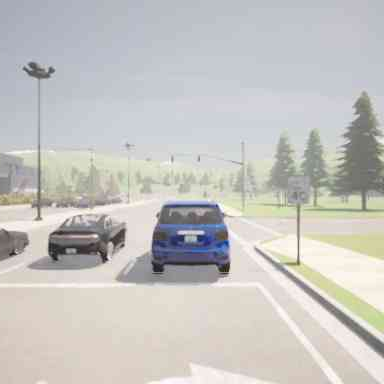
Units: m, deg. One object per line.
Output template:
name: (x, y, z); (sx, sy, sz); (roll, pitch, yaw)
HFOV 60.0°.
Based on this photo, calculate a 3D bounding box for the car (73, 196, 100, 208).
car: (-16.084, 1.717, 50.816); (1.812, 1.442, 4.674); (0, 0, 1)

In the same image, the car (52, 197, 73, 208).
car: (-19.565, 1.702, 52.017); (1.837, 1.490, 4.892); (0, 0, 1)

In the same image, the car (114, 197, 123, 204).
car: (-15.941, 1.812, 69.989); (1.994, 1.385, 4.181); (0, 0, 0)

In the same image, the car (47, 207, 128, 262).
car: (-3.599, 1.538, 12.250); (2.128, 1.511, 4.902); (0, 0, -1)

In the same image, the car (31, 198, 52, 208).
car: (-23.062, 1.702, 51.518); (1.837, 1.490, 4.892); (0, 0, 1)

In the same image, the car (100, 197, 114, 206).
car: (-15.988, 1.701, 59.900); (1.882, 1.535, 5.008); (0, 0, 0)

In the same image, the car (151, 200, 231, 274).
car: (-0.012, 1.261, 10.875); (2.150, 2.045, 5.566); (0, 0, 0)

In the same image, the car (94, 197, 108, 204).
car: (-19.436, 1.818, 71.258); (1.994, 1.385, 4.181); (0, 0, 0)

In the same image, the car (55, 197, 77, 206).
car: (-22.985, 1.721, 60.651); (2.128, 1.511, 4.902); (0, 0, 0)

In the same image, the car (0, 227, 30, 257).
car: (-7.069, 1.588, 10.259); (2.033, 1.411, 5.357); (0, 0, -1)
